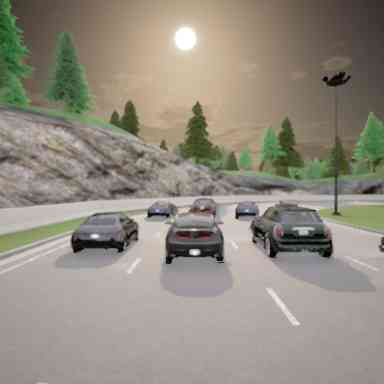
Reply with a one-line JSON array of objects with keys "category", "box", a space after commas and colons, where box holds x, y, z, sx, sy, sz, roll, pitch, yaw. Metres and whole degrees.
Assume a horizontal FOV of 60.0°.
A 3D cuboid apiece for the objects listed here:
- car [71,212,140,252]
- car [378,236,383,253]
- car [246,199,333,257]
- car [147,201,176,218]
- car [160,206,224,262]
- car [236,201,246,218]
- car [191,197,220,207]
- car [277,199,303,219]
[{"category": "car", "box": [-3.404, 1.517, 13.710, 1.994, 1.385, 4.181, 0, 0, 0]}, {"category": "car", "box": [7.072, 1.517, 8.553, 2.033, 1.411, 5.357, 0, 0, 0]}, {"category": "car", "box": [3.592, 1.309, 12.814, 2.097, 1.767, 4.553, 0, 0, 0]}, {"category": "car", "box": [-2.449, 1.465, 28.904, 1.994, 1.385, 4.181, 0, 0, 10]}, {"category": "car", "box": [0.089, 1.464, 11.893, 1.837, 1.490, 4.892, 0, 0, 0]}, {"category": "car", "box": [4.890, 1.464, 28.949, 1.994, 1.385, 4.181, 0, 0, 12]}, {"category": "car", "box": [1.177, 1.256, 28.114, 2.097, 1.767, 4.553, 0, 0, 10]}, {"category": "car", "box": [8.345, 1.406, 28.602, 1.837, 1.490, 4.892, -1, 0, 12]}]
